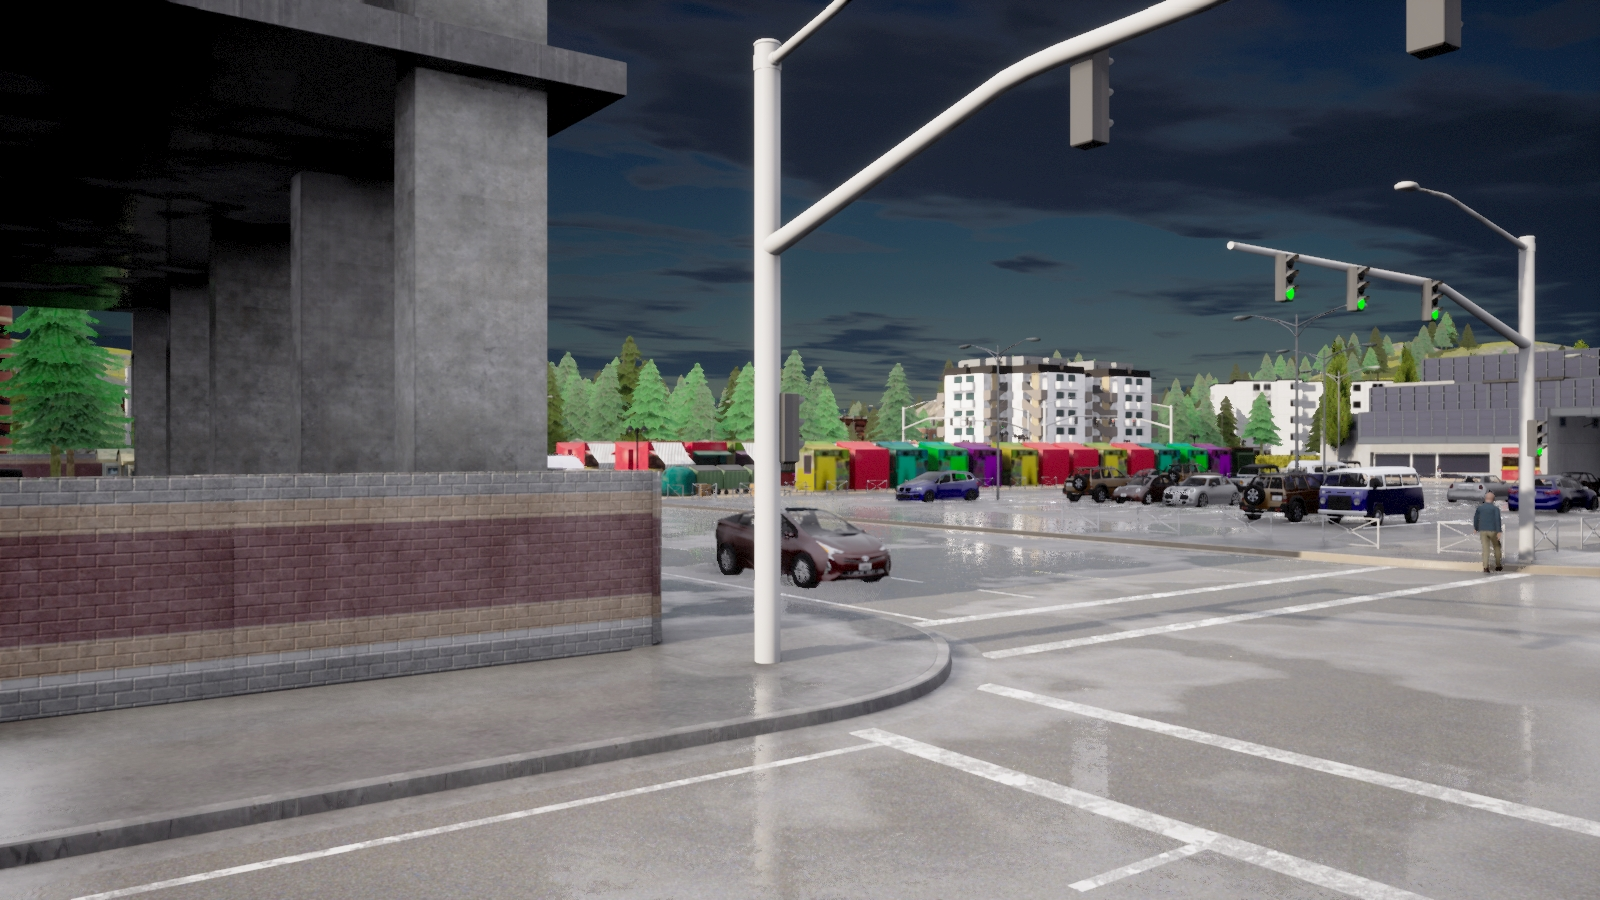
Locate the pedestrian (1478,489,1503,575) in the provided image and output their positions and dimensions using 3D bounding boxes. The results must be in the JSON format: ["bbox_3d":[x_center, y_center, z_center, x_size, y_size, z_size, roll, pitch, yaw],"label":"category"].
[{"bbox_3d":[15.271,1.795,25.255,0.375,1.860,0.375,0,0,-41],"label":"pedestrian"}]

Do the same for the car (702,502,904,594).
[{"bbox_3d":[-0.044,1.984,24.287,2.007,1.525,4.514,0,0,-36],"label":"car"}]
